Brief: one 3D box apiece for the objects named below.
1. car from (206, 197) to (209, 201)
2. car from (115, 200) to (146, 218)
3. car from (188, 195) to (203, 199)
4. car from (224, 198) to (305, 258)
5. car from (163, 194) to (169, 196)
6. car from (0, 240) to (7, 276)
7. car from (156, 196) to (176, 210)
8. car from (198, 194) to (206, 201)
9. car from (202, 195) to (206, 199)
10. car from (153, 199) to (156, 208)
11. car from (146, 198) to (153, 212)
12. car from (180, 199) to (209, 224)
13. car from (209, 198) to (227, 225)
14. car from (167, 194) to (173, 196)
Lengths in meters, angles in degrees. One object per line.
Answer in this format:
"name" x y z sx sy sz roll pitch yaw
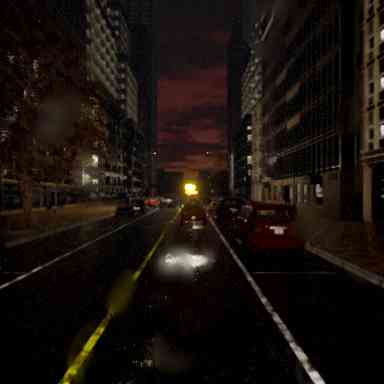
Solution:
"car" 2.695 1.521 35.631 1.752 1.417 4.829 0 0 0
"car" -5.685 1.549 29.782 2.008 1.369 4.403 0 0 0
"car" 0.103 1.497 41.132 1.837 1.490 4.892 0 0 0
"car" 2.695 1.316 12.693 2.192 1.841 5.009 0 0 0
"car" -5.684 1.532 58.243 2.008 1.369 4.403 0 0 0
"car" -5.687 1.551 7.013 2.008 1.369 4.403 0 0 0
"car" -3.086 1.556 42.476 1.994 1.385 4.181 0 0 0
"car" 2.699 1.395 86.689 1.967 1.590 4.097 0 0 0
"car" 2.697 1.543 63.922 1.947 1.339 4.313 0 0 0
"car" -5.684 1.571 46.857 1.802 1.307 4.206 0 0 0
"car" -5.686 1.562 35.475 1.947 1.339 4.313 0 0 0
"car" 0.101 1.525 24.370 1.812 1.442 4.674 0 0 0
"car" 2.696 1.315 24.078 2.192 1.841 5.009 0 0 0
"car" -5.683 1.517 69.628 1.887 1.381 4.507 0 0 0
